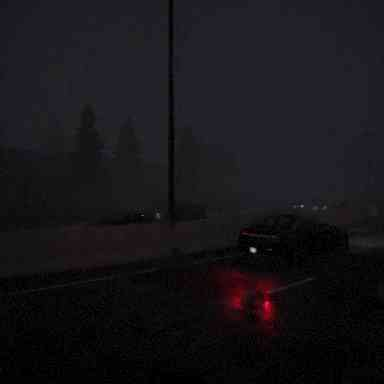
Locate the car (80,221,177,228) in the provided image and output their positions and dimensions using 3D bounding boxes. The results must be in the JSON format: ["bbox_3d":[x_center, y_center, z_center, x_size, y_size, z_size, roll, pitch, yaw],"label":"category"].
[{"bbox_3d":[-3.053,1.618,15.252,4.181,1.385,1.994,0,0,-41],"label":"car"}]

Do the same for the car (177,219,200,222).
[{"bbox_3d":[-1.153,1.421,21.659,4.553,1.767,2.097,0,0,-45],"label":"car"}]

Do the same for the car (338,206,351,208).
[{"bbox_3d":[21.585,1.581,47.181,1.882,1.535,5.008,0,0,26],"label":"car"}]

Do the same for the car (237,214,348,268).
[{"bbox_3d":[3.659,1.521,11.561,4.902,1.511,2.128,0,0,-41],"label":"car"}]
